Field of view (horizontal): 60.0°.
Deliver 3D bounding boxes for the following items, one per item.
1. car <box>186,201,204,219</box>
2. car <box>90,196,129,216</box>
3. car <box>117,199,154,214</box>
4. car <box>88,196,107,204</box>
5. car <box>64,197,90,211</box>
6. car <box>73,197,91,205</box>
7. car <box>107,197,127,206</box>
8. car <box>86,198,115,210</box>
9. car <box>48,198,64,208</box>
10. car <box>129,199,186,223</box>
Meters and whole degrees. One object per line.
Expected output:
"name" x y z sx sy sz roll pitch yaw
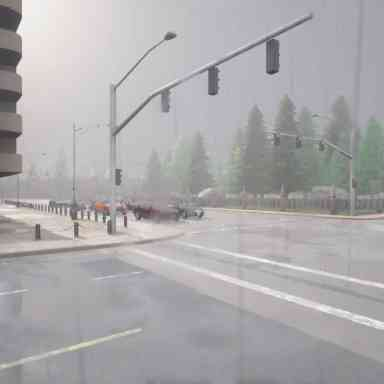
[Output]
"car" -0.891 1.547 29.735 2.128 1.511 4.902 0 0 -36
"car" -8.343 1.407 33.925 2.097 1.767 4.553 0 0 -36
"car" -6.407 1.547 37.203 2.128 1.511 4.902 0 0 -36
"car" -18.755 1.547 66.031 2.128 1.511 4.902 0 0 -36
"car" -13.770 1.547 41.287 2.128 1.511 4.902 0 0 -36
"car" -20.823 1.656 62.939 1.895 1.301 4.718 0 0 -36
"car" -13.245 1.581 58.590 1.812 1.442 4.674 0 0 -36
"car" -12.572 1.603 45.560 2.033 1.411 5.357 0 0 -36
"car" -20.040 1.603 49.838 2.033 1.411 5.357 0 0 -36
"car" -2.876 1.533 26.530 1.882 1.535 5.008 0 0 -36
